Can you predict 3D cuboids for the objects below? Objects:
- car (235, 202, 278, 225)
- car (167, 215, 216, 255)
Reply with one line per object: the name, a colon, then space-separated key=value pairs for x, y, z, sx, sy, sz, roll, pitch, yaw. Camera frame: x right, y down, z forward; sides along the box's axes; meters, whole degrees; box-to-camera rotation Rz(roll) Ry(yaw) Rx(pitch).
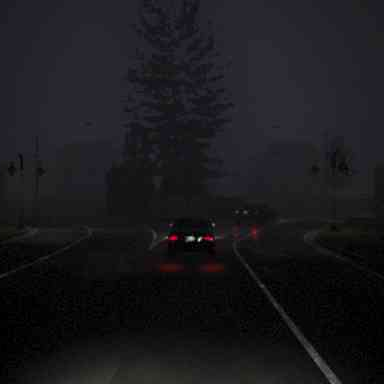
car: x=5.247 y=1.603 z=26.764 sx=2.097 sy=1.767 sz=4.553 roll=0 pitch=-1 yaw=35
car: x=0.011 y=1.680 z=13.969 sx=2.033 sy=1.411 sz=5.357 roll=0 pitch=-1 yaw=1
